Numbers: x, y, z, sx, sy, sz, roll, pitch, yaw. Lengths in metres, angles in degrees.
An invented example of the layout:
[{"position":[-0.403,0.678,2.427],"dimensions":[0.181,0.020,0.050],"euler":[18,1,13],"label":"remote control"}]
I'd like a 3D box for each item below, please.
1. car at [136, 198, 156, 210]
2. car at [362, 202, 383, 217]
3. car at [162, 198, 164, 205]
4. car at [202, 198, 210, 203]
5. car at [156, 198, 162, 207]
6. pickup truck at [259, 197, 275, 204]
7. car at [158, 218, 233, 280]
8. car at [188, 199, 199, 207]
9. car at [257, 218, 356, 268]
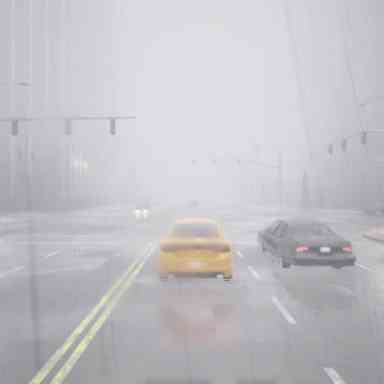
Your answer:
[{"position":[-6.973,1.790,48.858],"dimensions":[2.128,1.511,4.902],"euler":[0,0,0],"label":"car"},{"position":[19.996,1.714,33.859],"dimensions":[4.892,1.490,1.837],"euler":[0,0,1],"label":"car"},{"position":[-6.839,1.921,68.605],"dimensions":[1.837,1.490,4.892],"euler":[0,0,0],"label":"car"},{"position":[3.709,2.135,88.336],"dimensions":[1.895,1.301,4.718],"euler":[0,0,0],"label":"car"},{"position":[-6.929,1.834,58.336],"dimensions":[1.882,1.535,5.008],"euler":[0,0,0],"label":"car"},{"position":[16.795,1.511,73.804],"dimensions":[2.390,2.098,6.274],"euler":[0,0,31],"label":"pickup truck"},{"position":[0.102,1.541,10.183],"dimensions":[1.882,1.535,5.008],"euler":[0,0,0],"label":"car"},{"position":[0.237,1.932,60.136],"dimensions":[1.994,1.385,4.181],"euler":[0,0,0],"label":"car"},{"position":[3.611,1.619,11.479],"dimensions":[2.033,1.411,5.357],"euler":[0,0,0],"label":"car"}]
